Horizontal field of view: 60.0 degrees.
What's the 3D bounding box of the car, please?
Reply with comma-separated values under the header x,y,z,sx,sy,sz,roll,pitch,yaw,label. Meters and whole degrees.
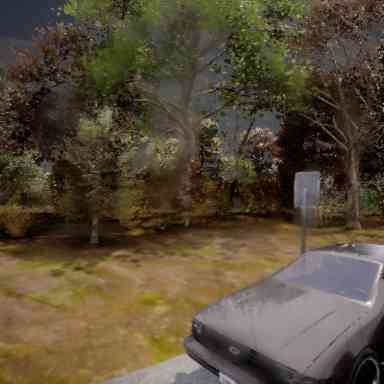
x,y,z,sx,sy,sz,roll,pitch,yaw,label
2.503,1.536,4.957,5.357,1.411,2.033,0,0,-37,car
